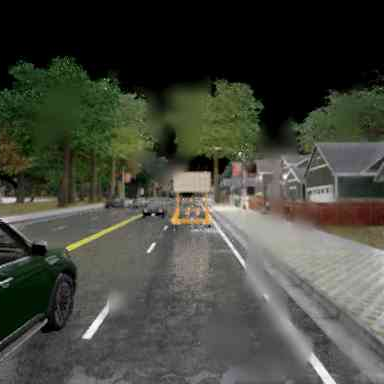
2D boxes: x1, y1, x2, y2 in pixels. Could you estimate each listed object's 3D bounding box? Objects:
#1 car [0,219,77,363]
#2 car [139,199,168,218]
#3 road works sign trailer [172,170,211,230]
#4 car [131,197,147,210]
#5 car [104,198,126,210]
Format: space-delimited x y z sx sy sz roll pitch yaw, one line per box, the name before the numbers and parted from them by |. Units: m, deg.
car | -3.149 1.221 3.665 2.150 2.045 5.566 0 0 0
car | -3.153 1.567 29.338 1.895 1.301 4.718 0 0 0
road works sign trailer | -0.007 0.447 20.703 2.380 3.560 2.880 0 0 1
car | -6.595 1.442 42.946 1.837 1.490 4.892 0 0 0
car | -9.849 1.485 42.894 2.033 1.411 5.357 0 0 0
